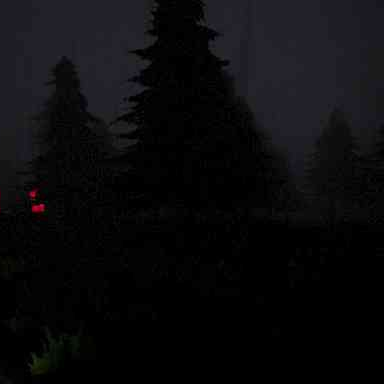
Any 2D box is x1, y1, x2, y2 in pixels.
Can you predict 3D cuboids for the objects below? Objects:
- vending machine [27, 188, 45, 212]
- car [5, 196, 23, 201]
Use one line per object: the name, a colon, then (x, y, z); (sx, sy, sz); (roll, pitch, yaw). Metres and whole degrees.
vending machine: (-14.591, 0.771, 31.160); (1.100, 2.100, 0.880); (-8, -2, -11)
car: (-21.480, 1.244, 40.268); (1.812, 1.442, 4.674); (-2, 1, -27)
